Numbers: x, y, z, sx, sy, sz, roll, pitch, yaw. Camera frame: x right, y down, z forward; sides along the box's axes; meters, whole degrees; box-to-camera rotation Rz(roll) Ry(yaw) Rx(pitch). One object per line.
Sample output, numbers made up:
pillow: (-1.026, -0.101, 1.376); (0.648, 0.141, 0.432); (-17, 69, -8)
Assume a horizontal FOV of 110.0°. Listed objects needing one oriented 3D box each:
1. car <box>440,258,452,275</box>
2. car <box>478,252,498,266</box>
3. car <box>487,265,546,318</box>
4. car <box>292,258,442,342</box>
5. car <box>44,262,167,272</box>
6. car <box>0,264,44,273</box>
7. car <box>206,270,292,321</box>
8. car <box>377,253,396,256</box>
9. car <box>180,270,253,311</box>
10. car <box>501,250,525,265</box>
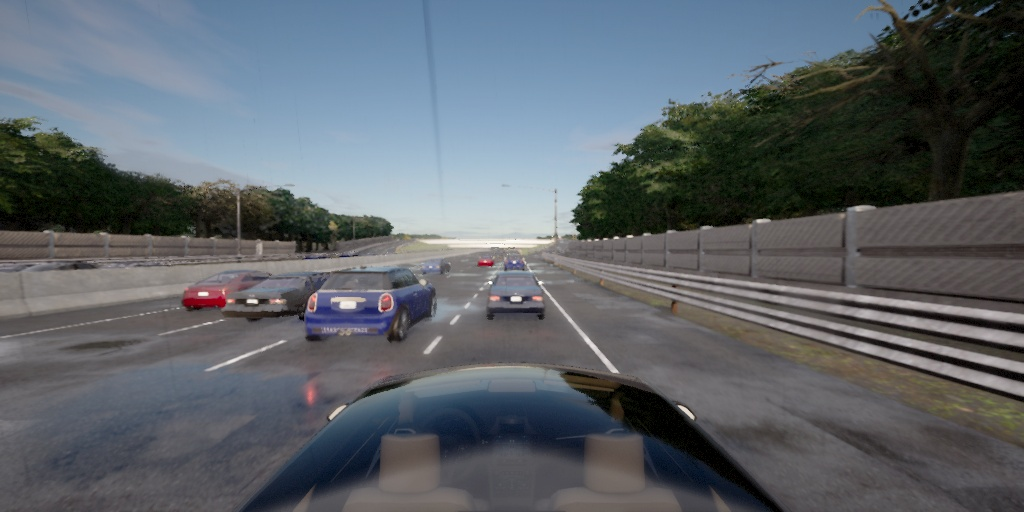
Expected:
car: (-6.781, 0.901, 32.448); (2.033, 1.411, 5.357); (0, 1, 0)
car: (-3.266, 0.570, 46.159); (1.994, 1.385, 4.181); (0, 1, 1)
car: (0.121, 1.226, 12.529); (2.033, 1.411, 5.357); (0, 1, 0)
car: (-3.487, 1.054, 9.759); (2.097, 1.767, 4.553); (0, 0, 0)
car: (-21.051, 1.085, 19.506); (2.128, 1.511, 4.902); (0, 1, 0)
car: (-24.551, 1.098, 19.373); (1.837, 1.490, 4.892); (0, 1, 0)
car: (-6.881, 1.230, 12.024); (2.033, 1.411, 5.357); (0, 1, 0)
car: (-20.595, 0.164, 61.451); (2.033, 1.411, 5.357); (0, 1, 1)
car: (-10.373, 1.226, 14.064); (1.994, 1.385, 4.181); (0, 1, 0)
car: (0.259, 0.582, 37.497); (2.097, 1.767, 4.553); (0, 1, 0)
